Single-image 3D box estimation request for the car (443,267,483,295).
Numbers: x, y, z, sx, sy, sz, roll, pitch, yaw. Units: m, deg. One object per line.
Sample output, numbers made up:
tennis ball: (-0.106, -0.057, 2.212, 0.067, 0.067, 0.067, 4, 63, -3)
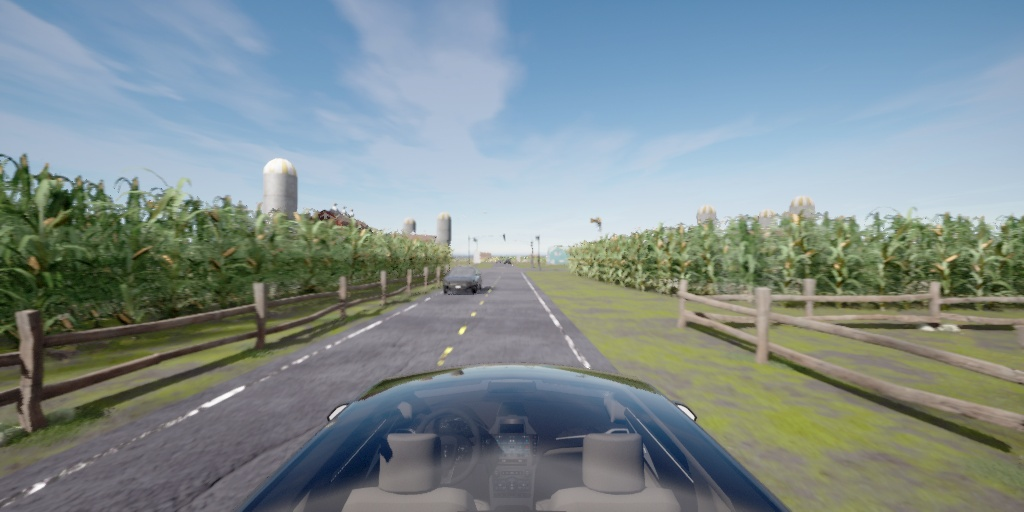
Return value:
car: (-2.837, 1.372, 21.359, 1.882, 1.535, 5.008, 0, 0, 0)
